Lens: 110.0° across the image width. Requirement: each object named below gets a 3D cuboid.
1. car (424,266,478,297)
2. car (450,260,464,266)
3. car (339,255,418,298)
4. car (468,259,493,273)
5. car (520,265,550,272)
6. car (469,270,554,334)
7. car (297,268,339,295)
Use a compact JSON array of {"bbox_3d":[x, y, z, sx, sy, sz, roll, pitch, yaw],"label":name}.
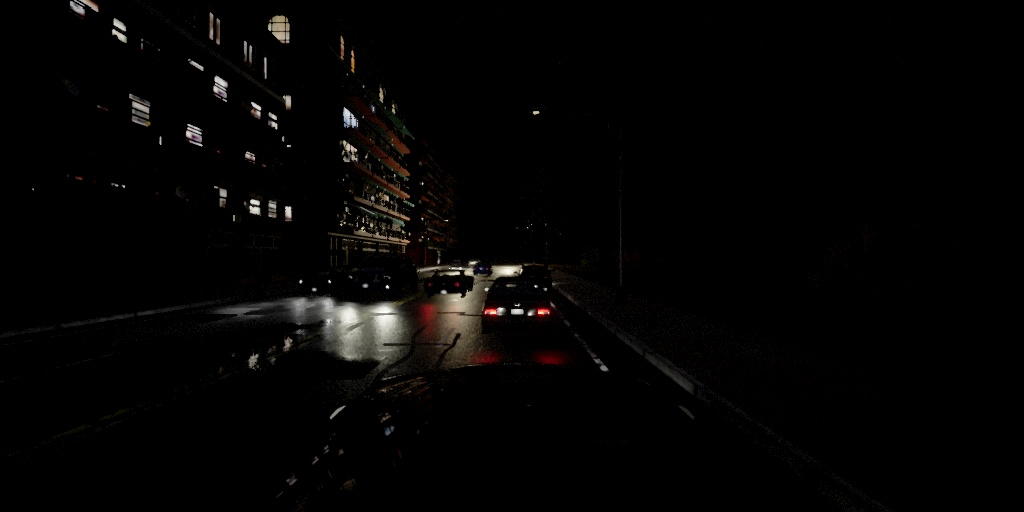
[{"bbox_3d":[-3.111,1.357,18.712,1.895,1.301,4.718,0,0,0],"label":"car"},{"bbox_3d":[-9.673,1.327,63.199,1.994,1.385,4.181,0,0,1],"label":"car"},{"bbox_3d":[-6.563,0.977,18.825,2.150,2.045,5.566,0,0,0],"label":"car"},{"bbox_3d":[-3.064,1.308,37.911,2.033,1.411,5.357,0,0,0],"label":"car"},{"bbox_3d":[1.178,1.262,20.265,1.837,1.490,4.892,0,0,0],"label":"car"},{"bbox_3d":[0.120,1.301,10.577,2.033,1.411,5.357,0,0,0],"label":"car"},{"bbox_3d":[-9.810,1.357,20.022,1.895,1.301,4.718,0,0,0],"label":"car"}]
